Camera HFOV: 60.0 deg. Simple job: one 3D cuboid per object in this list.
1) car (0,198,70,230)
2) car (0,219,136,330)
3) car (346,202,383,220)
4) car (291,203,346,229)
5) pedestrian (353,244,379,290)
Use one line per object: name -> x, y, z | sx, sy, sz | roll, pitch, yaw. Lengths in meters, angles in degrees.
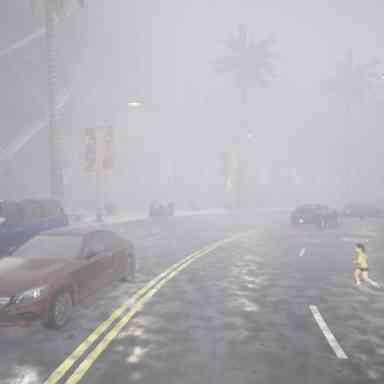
car -> -5.774, 1.220, 9.585 | 2.150, 2.045, 5.566 | 0, 0, 14
car -> -2.681, 1.525, 7.163 | 1.812, 1.442, 4.674 | 0, 0, 12
car -> 14.441, 1.561, 28.208 | 4.181, 1.385, 1.994 | 0, 0, -32
car -> 8.211, 1.502, 21.891 | 1.837, 1.490, 4.892 | 0, 0, 42
pedestrian -> 3.965, 1.673, 7.752 | 0.500, 1.100, 0.500 | 0, 0, 13
